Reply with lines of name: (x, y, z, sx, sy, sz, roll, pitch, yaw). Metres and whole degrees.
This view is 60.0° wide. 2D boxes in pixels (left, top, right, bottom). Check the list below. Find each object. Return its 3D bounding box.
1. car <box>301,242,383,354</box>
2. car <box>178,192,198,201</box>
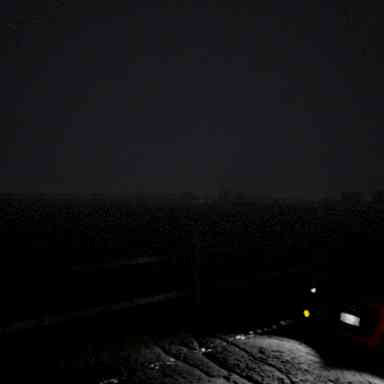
car: (3.827, 1.608, 5.806, 4.181, 1.385, 1.994, 0, 0, -36)
car: (-0.755, 0.781, 62.710, 1.882, 1.535, 5.008, -1, 1, -35)
